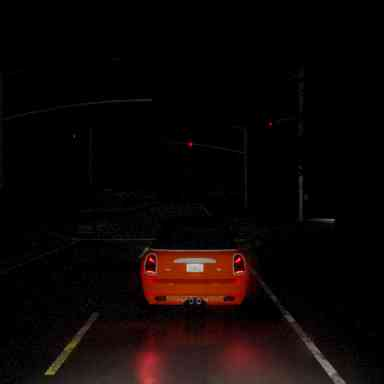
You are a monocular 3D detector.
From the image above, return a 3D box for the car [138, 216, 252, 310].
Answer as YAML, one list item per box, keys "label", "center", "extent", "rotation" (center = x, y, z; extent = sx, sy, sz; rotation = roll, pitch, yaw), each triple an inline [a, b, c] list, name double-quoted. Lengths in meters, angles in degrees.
- label: "car"
  center: [0.058, 1.352, 7.985]
  extent: [2.097, 1.767, 4.553]
  rotation: [0, 0, 0]
